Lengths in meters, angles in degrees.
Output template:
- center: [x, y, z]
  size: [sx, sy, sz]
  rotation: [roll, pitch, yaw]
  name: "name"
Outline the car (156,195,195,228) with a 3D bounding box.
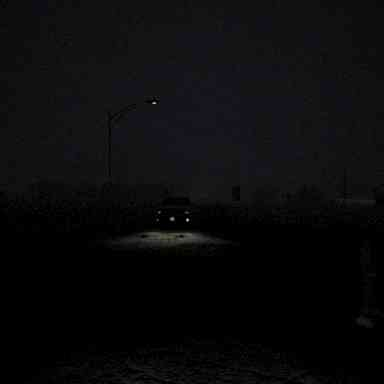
- center: [-0.987, 1.250, 22.572]
  size: [2.150, 2.045, 5.566]
  rotation: [0, 0, 4]
  name: "car"
